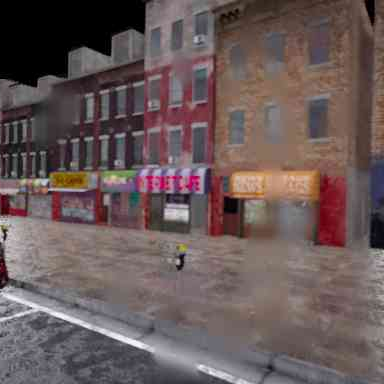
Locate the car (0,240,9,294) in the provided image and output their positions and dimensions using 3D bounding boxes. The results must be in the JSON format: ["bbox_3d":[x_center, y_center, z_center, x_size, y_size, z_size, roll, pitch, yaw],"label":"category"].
[{"bbox_3d":[-5.797,1.306,6.922,5.009,1.841,2.192,0,1,36],"label":"car"}]
